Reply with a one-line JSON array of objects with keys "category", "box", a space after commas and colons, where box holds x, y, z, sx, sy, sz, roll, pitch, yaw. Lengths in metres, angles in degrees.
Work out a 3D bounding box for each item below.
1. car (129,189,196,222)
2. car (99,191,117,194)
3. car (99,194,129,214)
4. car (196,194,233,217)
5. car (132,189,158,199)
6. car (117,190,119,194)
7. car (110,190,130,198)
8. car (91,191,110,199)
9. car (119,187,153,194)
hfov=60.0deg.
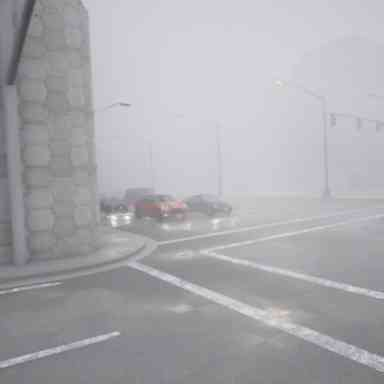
[{"category": "car", "box": [-2.131, 0.924, 22.463, 2.097, 1.767, 4.553, -4, 2, -35]}, {"category": "car", "box": [-11.703, 0.847, 42.072, 1.882, 1.535, 5.008, -4, 2, -35]}, {"category": "car", "box": [-7.106, 1.133, 29.511, 1.994, 1.385, 4.181, -4, 2, -35]}, {"category": "car", "box": [0.949, 0.903, 24.173, 1.812, 1.442, 4.674, -4, 2, -35]}, {"category": "car", "box": [-7.865, 0.265, 55.126, 2.128, 1.511, 4.902, -4, 2, -35]}, {"category": "car", "box": [-11.252, 0.320, 53.847, 2.097, 1.767, 4.553, -4, 2, -35]}, {"category": "car", "box": [-13.820, 0.372, 63.502, 1.895, 1.301, 4.718, -4, 2, -35]}, {"category": "car", "box": [-17.094, 0.565, 62.125, 1.895, 1.301, 4.718, -4, 2, -35]}, {"category": "car", "box": [-4.664, 0.596, 32.081, 2.150, 2.045, 5.566, -4, 2, -35]}]
